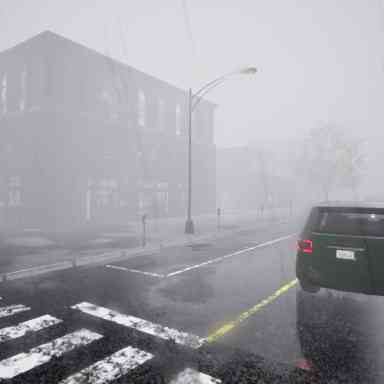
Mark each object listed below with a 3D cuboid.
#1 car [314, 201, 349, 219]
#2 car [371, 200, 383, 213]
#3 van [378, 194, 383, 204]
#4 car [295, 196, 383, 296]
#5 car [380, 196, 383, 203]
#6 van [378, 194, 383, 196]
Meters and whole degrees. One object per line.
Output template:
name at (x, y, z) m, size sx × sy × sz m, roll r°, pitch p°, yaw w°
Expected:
car at (12.518, 1.575, 29.665) m, size 1.947 × 1.339 × 4.313 m, roll 1°, pitch 0°, yaw 35°
car at (22.132, 1.613, 38.632) m, size 1.895 × 1.301 × 4.718 m, roll 0°, pitch 0°, yaw 35°
van at (38.098, 1.353, 65.888) m, size 1.690 × 1.788 × 3.998 m, roll 1°, pitch 1°, yaw 35°
car at (4.312, 1.224, 8.193) m, size 2.150 × 2.045 × 5.566 m, roll 0°, pitch 0°, yaw 35°
car at (41.293, 1.562, 70.418) m, size 2.008 × 1.369 × 4.403 m, roll 1°, pitch 1°, yaw 35°
van at (28.507, 1.354, 52.304) m, size 1.690 × 1.788 × 3.998 m, roll 1°, pitch 1°, yaw 35°
